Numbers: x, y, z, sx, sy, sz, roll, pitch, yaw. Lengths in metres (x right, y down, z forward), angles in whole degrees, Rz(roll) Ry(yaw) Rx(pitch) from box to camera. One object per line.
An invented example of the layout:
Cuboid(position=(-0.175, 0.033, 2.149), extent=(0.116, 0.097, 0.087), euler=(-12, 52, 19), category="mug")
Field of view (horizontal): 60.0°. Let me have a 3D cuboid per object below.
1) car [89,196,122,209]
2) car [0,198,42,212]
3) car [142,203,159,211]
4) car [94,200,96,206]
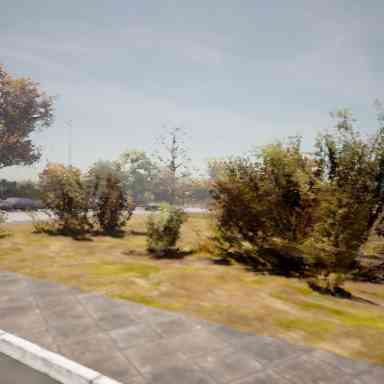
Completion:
Cuboid(position=(-13.810, 1.727, 53.540), extent=(2.150, 2.045, 5.566), euler=(1, -2, 21), category="car")
Cuboid(position=(-17.444, 1.274, 33.392), extent=(2.033, 1.411, 5.357), euler=(2, -1, 20), category="car")
Cuboid(position=(-6.150, 2.406, 53.750), extent=(1.895, 1.301, 4.718), euler=(2, -2, 20), category="car")
Cuboid(position=(-14.056, 1.705, 42.750), extent=(1.994, 1.385, 4.181), euler=(2, -2, 20), category="car")
